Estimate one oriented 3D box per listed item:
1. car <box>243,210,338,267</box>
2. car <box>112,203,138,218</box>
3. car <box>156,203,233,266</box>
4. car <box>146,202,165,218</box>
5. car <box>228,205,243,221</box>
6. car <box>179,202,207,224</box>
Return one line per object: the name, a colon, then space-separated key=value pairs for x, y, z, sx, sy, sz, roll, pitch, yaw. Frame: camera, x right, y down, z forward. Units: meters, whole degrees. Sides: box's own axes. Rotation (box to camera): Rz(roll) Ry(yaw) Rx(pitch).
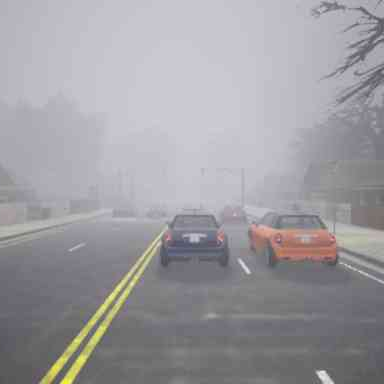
car: x=3.333 y=1.432 z=11.857 sx=2.097 sy=1.767 sz=4.553 roll=0 pitch=0 yaw=0
car: x=-6.591 y=1.782 z=33.258 sx=1.994 sy=1.385 sz=4.181 roll=0 pitch=0 yaw=0
car: x=0.083 y=1.433 z=11.972 sx=2.097 sy=1.767 sz=4.553 roll=0 pitch=0 yaw=0
car: x=-3.342 y=1.739 z=32.635 sx=1.812 sy=1.442 sz=4.674 roll=0 pitch=-1 yaw=0
car: x=3.335 y=1.746 z=27.708 sx=1.994 sy=1.385 sz=4.181 roll=0 pitch=0 yaw=0
car: x=0.085 y=1.671 z=27.282 sx=2.128 sy=1.511 sz=4.902 roll=0 pitch=0 yaw=0
